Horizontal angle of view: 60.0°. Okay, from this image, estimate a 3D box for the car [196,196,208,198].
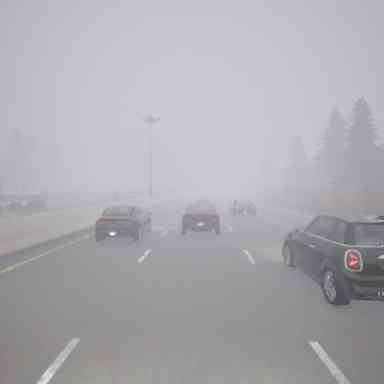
[{"bbox_3d":[1.114,1.179,37.017,1.812,1.442,4.674,0,1,2],"label":"car"}]

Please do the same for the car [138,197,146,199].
[{"bbox_3d":[-8.903,0.710,54.881,2.150,2.045,5.566,0,0,2],"label":"car"}]

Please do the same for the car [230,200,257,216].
[{"bbox_3d":[4.346,1.329,28.980,1.895,1.301,4.718,0,1,2],"label":"car"}]

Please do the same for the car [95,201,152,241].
[{"bbox_3d":[-3.089,1.360,15.652,1.837,1.490,4.892,0,1,2],"label":"car"}]

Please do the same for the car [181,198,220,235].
[{"bbox_3d":[0.481,1.310,17.852,1.882,1.535,5.008,0,1,2],"label":"car"}]

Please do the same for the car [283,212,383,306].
[{"bbox_3d":[3.709,1.275,7.991,2.097,1.767,4.553,0,0,1],"label":"car"}]
